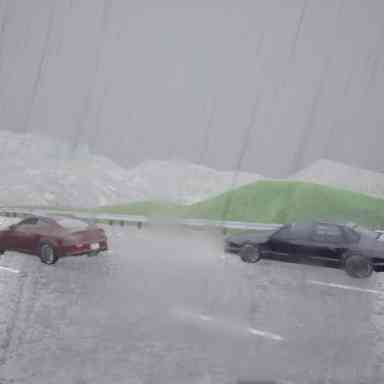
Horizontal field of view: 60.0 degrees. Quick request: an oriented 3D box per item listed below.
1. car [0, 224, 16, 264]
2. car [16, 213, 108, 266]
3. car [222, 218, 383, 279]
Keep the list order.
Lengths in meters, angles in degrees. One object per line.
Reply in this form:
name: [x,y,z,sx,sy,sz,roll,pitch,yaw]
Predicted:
car: [-6.697,1.427,8.235,4.892,1.490,1.837,0,0,32]
car: [-4.865,1.439,11.199,4.674,1.442,1.812,0,0,32]
car: [3.613,1.508,9.901,5.357,1.411,2.033,0,0,34]
